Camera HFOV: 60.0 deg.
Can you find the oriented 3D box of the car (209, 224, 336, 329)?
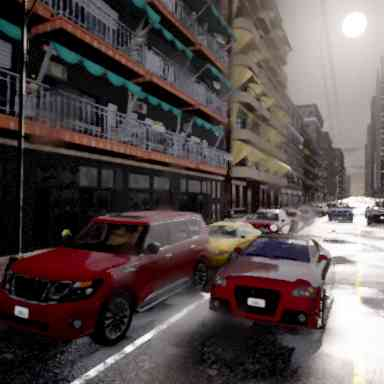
[{"bbox_3d":[1.961,1.650,7.220,1.994,1.385,4.181,0,-1,27],"label":"car"}]

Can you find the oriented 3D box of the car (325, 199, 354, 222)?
[{"bbox_3d":[14.047,1.768,31.327,2.097,1.767,4.553,0,-1,27],"label":"car"}]

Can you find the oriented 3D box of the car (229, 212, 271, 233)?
[{"bbox_3d":[1.229,1.650,11.747,1.752,1.417,4.829,1,0,27],"label":"car"}]

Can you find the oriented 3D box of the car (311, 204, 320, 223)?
[{"bbox_3d":[8.906,1.901,27.052,1.947,1.339,4.313,1,0,27],"label":"car"}]

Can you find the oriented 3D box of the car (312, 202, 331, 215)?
[{"bbox_3d":[16.431,2.063,42.053,1.752,1.417,4.829,1,0,27],"label":"car"}]

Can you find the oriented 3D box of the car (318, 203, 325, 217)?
[{"bbox_3d":[13.974,2.016,37.155,1.887,1.381,4.507,1,0,27],"label":"car"}]

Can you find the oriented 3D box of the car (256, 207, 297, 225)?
[{"bbox_3d":[3.841,1.636,16.949,1.967,1.590,4.097,1,0,27],"label":"car"}]

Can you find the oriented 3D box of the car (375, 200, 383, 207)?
[{"bbox_3d":[41.732,2.593,73.805,1.947,1.339,4.313,1,0,27],"label":"car"}]

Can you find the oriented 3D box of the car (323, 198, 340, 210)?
[{"bbox_3d":[24.113,2.055,57.360,2.192,1.841,5.009,1,0,27],"label":"car"}]

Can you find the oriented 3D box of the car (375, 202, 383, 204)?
[{"bbox_3d":[20.337,2.121,36.991,1.895,1.301,4.718,0,-1,27],"label":"car"}]

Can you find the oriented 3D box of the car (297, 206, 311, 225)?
[{"bbox_3d":[6.373,1.810,22.002,1.887,1.381,4.507,1,0,27],"label":"car"}]

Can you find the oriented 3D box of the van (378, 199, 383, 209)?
[{"bbox_3d":[36.670,2.236,63.703,1.690,1.788,3.998,1,0,27],"label":"van"}]

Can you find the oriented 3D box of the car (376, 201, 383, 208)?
[{"bbox_3d":[39.198,2.527,68.754,1.947,1.339,4.313,1,0,27],"label":"car"}]

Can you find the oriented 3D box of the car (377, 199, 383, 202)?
[{"bbox_3d":[34.133,2.269,58.651,1.967,1.590,4.097,1,0,27],"label":"car"}]

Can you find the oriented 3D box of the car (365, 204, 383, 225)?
[{"bbox_3d":[15.315,1.948,26.967,1.994,1.385,4.181,0,-1,27],"label":"car"}]

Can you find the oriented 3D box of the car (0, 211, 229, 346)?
[{"bbox_3d":[-1.223,1.372,6.848,2.192,1.841,5.009,1,0,27],"label":"car"}]
